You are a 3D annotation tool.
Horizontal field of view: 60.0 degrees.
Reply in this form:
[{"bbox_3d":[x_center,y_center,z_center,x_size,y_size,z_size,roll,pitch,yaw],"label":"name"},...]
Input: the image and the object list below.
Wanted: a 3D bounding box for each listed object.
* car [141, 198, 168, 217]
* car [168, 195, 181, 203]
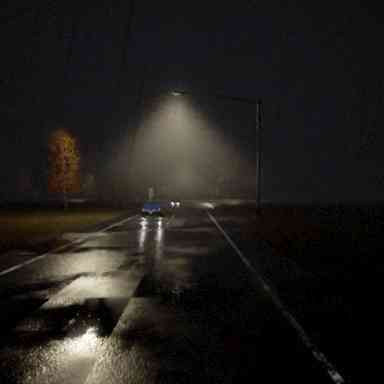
[{"bbox_3d":[-3.589,1.528,31.335,1.812,1.442,4.674,0,0,0],"label":"car"},{"bbox_3d":[-3.492,1.497,71.985,2.128,1.511,4.902,0,0,0],"label":"car"}]
